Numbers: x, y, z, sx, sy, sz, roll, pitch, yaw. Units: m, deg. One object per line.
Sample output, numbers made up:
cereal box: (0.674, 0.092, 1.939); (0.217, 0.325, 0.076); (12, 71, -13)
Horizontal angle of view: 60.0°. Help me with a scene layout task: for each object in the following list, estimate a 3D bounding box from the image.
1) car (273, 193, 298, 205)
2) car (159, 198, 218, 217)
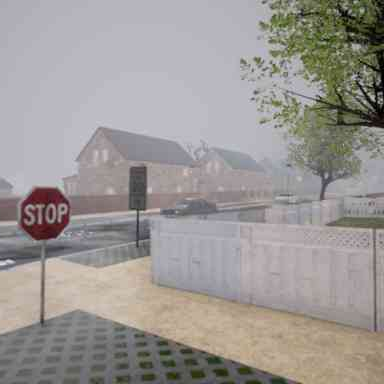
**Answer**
car: (11.725, 0.856, 41.317); (1.812, 1.442, 4.674); (2, 2, 36)
car: (-0.105, 1.185, 24.640); (2.033, 1.411, 5.357); (2, 2, 35)
